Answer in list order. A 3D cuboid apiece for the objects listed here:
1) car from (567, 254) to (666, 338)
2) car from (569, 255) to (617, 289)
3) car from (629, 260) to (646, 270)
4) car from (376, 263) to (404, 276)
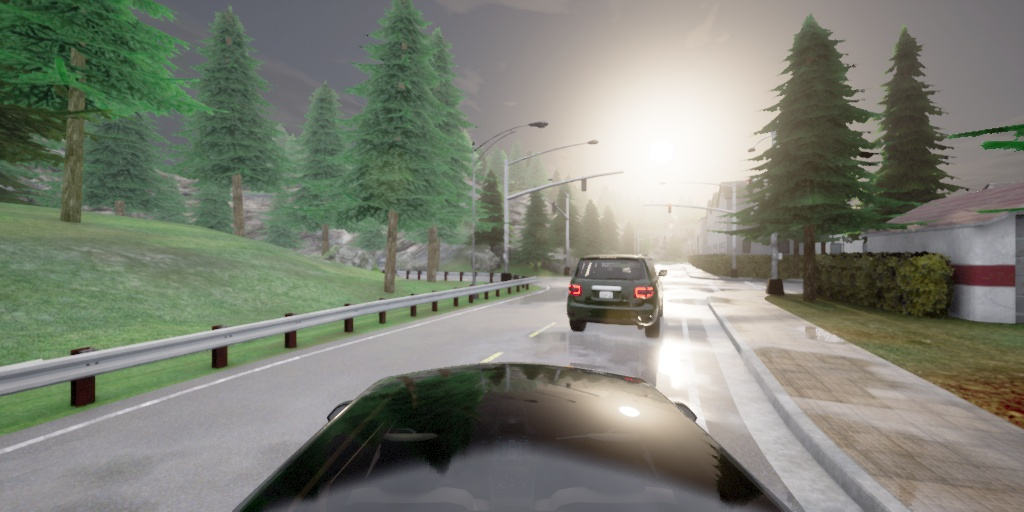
[{"bbox_3d":[3.225,0.967,10.527,2.150,2.045,5.566,0,0,24],"label":"car"},{"bbox_3d":[5.701,0.968,24.569,2.150,2.045,5.566,0,0,25],"label":"car"},{"bbox_3d":[18.487,1.288,52.586,1.994,1.385,4.181,0,0,25],"label":"car"},{"bbox_3d":[-12.770,1.354,34.880,4.718,1.301,1.895,0,0,24],"label":"car"}]
